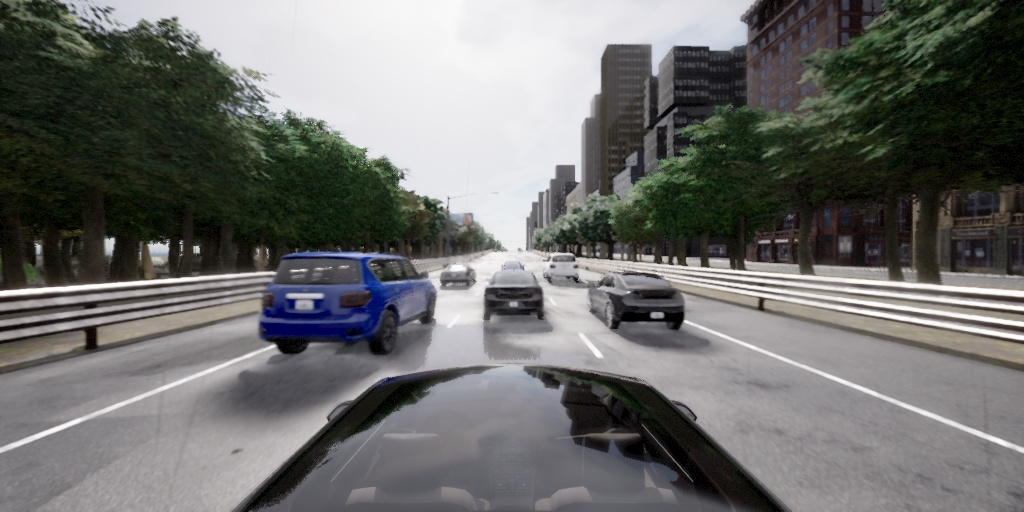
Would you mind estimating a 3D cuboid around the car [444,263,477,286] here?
[{"bbox_3d":[-3.465,1.177,23.905,2.033,1.411,5.357,0,1,0],"label":"car"}]

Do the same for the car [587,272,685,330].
[{"bbox_3d":[3.551,1.231,11.030,1.837,1.490,4.892,0,-1,1],"label":"car"}]

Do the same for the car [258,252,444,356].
[{"bbox_3d":[-3.462,0.955,8.822,2.150,2.045,5.566,0,-1,2],"label":"car"}]

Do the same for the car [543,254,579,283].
[{"bbox_3d":[3.557,0.825,26.703,2.150,2.045,5.566,0,1,0],"label":"car"}]

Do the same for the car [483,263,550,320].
[{"bbox_3d":[0.065,1.201,12.593,1.882,1.535,5.008,0,0,0],"label":"car"}]

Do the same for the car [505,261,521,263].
[{"bbox_3d":[0.065,1.106,28.667,1.812,1.442,4.674,0,1,0],"label":"car"}]
